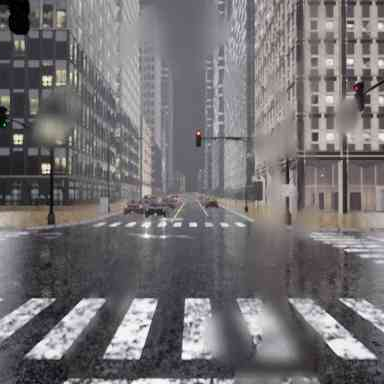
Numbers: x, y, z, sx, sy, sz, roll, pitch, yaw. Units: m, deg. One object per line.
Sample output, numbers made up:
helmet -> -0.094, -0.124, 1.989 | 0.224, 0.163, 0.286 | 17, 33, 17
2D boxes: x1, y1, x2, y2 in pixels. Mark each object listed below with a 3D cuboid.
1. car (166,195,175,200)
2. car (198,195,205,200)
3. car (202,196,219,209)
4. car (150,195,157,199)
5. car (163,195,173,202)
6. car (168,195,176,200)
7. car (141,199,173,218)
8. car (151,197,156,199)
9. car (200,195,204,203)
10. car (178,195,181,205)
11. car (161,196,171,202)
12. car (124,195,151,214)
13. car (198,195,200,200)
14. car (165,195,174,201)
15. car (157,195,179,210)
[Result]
car -> -5.722, 1.511, 89.709 | 2.008, 1.369, 4.403 | 1, 0, 0
car -> 2.656, 1.503, 95.370 | 1.887, 1.381, 4.507 | 1, 0, 0
car -> 2.680, 1.561, 45.174 | 1.802, 1.307, 4.206 | 1, 0, 0
car -> -5.695, 1.294, 45.108 | 2.192, 1.841, 5.009 | 1, 0, 0
car -> -5.716, 1.515, 78.558 | 2.008, 1.369, 4.403 | 1, 0, 0
car -> -5.725, 1.524, 95.284 | 1.947, 1.339, 4.313 | 1, 0, 0
car -> -3.114, 1.586, 30.453 | 1.895, 1.301, 4.718 | 0, 0, 0
car -> -5.697, 1.563, 39.532 | 1.802, 1.307, 4.206 | 1, 0, 0
car -> 2.676, 1.499, 56.499 | 1.752, 1.417, 4.829 | 1, 0, 0
car -> -3.080, 1.324, 59.871 | 2.097, 1.767, 4.553 | 0, 0, 0
car -> -5.713, 1.511, 72.983 | 1.887, 1.381, 4.507 | 1, 0, 0
car -> -5.691, 1.424, 33.957 | 1.967, 1.590, 4.097 | 1, 0, 0
car -> 2.672, 1.537, 61.907 | 1.947, 1.339, 4.313 | 1, 0, 0
car -> -5.719, 1.507, 84.134 | 1.887, 1.381, 4.507 | 1, 0, 0
car -> -3.117, 1.527, 43.828 | 2.033, 1.411, 5.357 | 0, 0, 0
